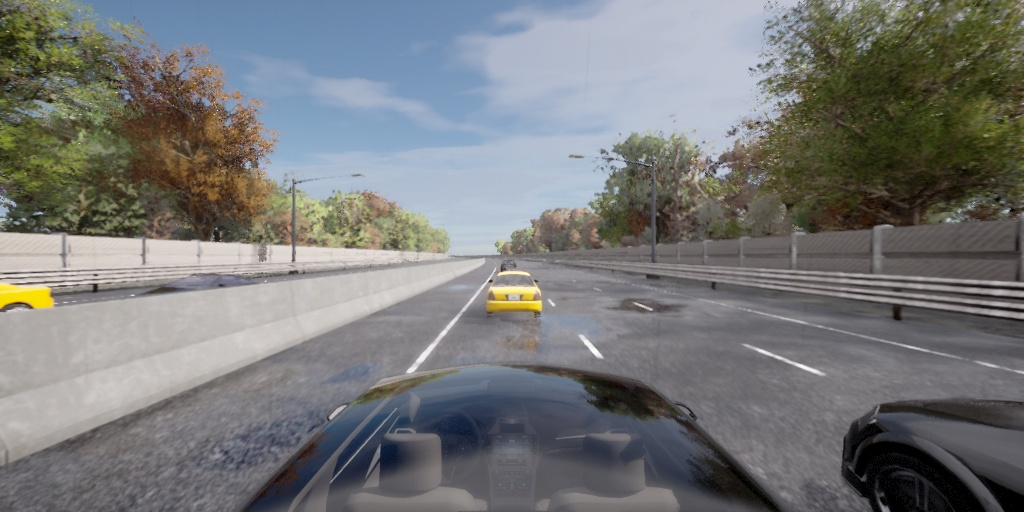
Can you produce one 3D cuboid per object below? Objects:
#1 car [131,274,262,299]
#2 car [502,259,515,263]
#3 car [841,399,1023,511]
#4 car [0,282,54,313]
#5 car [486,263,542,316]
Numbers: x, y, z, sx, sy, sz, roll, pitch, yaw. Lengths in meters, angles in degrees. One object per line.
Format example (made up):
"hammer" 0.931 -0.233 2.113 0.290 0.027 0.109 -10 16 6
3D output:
"car" -10.599 1.320 12.460 1.994 1.385 4.181 0 0 0
"car" -0.435 1.196 44.180 2.033 1.649 4.856 0 0 -1
"car" 3.592 1.313 1.070 1.994 1.385 4.181 0 0 0
"car" -14.100 1.233 8.112 1.882 1.535 5.008 0 0 0
"car" 0.049 1.211 13.237 1.801 1.575 5.366 0 0 0
